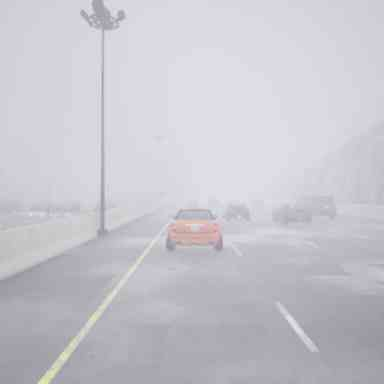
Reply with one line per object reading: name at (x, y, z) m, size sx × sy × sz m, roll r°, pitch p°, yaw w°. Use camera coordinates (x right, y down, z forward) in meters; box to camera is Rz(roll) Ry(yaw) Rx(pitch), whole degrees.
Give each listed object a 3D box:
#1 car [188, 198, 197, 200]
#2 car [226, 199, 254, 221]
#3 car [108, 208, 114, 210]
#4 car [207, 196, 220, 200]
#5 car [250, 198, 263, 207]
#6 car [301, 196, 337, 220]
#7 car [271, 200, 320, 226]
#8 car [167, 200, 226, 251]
car at (0.136, 1.661, 50.052) m, size 1.812 × 1.442 × 4.674 m, roll 0°, pitch 0°, yaw 0°
car at (3.618, 1.588, 27.746) m, size 1.837 × 1.490 × 4.892 m, roll 0°, pitch 0°, yaw 0°
car at (-10.537, 1.613, 40.684) m, size 1.812 × 1.442 × 4.674 m, roll 0°, pitch 0°, yaw 0°
car at (3.640, 1.510, 55.942) m, size 2.097 × 1.767 × 4.553 m, roll 0°, pitch 0°, yaw 0°
car at (10.639, 1.665, 55.577) m, size 2.128 × 1.511 × 4.902 m, roll 0°, pitch 0°, yaw 0°
car at (10.620, 1.324, 29.020) m, size 2.150 × 2.045 × 5.566 m, roll 0°, pitch 0°, yaw 0°
car at (7.115, 1.572, 24.126) m, size 2.128 × 1.511 × 4.902 m, roll 0°, pitch 0°, yaw 0°
car at (0.107, 1.391, 14.554) m, size 2.097 × 1.767 × 4.553 m, roll 0°, pitch 0°, yaw 0°
